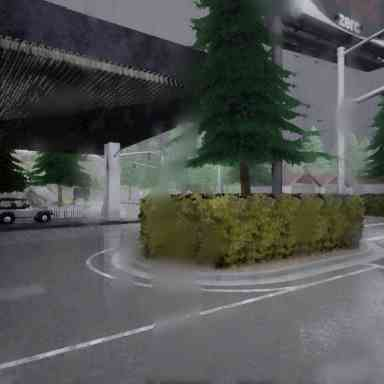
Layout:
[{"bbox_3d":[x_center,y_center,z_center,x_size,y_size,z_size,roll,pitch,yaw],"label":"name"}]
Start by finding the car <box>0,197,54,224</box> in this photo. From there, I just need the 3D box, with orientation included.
[{"bbox_3d":[-11.982,1.313,23.468,3.866,1.878,1.905,0,0,-36],"label":"car"}]
